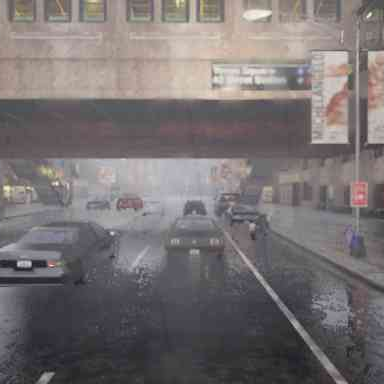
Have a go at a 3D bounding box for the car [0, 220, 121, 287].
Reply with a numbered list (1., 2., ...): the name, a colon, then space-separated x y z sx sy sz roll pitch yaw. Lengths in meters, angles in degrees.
1. car: -3.415 1.504 9.305 2.033 1.411 5.357 0 0 0

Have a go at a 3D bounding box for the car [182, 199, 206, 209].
1. car: 0.208 1.368 29.394 1.837 1.490 4.892 0 0 0

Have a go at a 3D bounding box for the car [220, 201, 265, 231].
1. car: 3.224 1.492 21.968 1.895 1.301 4.718 0 0 0

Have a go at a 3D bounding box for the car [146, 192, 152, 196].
1. car: -10.510 0.725 78.879 1.882 1.535 5.008 0 0 -5

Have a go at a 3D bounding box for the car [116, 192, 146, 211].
1. car: -6.970 1.046 37.412 2.150 2.045 5.566 0 0 0

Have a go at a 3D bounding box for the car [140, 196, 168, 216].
1. car: -3.297 1.384 30.352 1.812 1.442 4.674 0 0 0

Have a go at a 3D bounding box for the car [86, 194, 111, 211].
1. car: -10.467 1.317 37.481 2.128 1.511 4.902 0 0 0

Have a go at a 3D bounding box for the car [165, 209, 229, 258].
1. car: 0.098 1.542 12.415 1.895 1.301 4.718 0 0 0

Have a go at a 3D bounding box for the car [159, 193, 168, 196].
1. car: -7.020 0.841 79.147 1.895 1.301 4.718 0 0 -5

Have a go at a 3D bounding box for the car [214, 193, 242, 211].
1. car: 3.178 1.091 29.362 2.435 2.045 5.566 0 0 0
